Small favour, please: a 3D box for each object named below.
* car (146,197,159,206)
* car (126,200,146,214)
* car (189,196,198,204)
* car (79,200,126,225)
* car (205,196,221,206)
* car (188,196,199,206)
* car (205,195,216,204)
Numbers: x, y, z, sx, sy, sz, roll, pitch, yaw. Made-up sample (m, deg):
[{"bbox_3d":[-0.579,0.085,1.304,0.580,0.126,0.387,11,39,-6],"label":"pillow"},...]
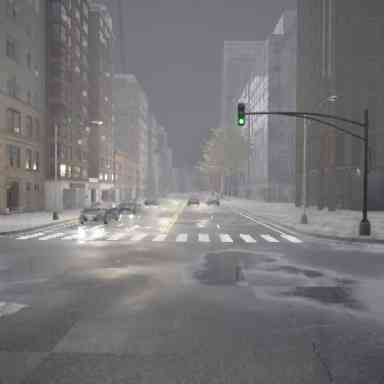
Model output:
[{"bbox_3d":[-6.313,1.478,52.719,2.033,1.411,5.357,0,0,1],"label":"car"},{"bbox_3d":[-6.431,1.489,34.540,2.033,1.411,5.357,0,0,0],"label":"car"},{"bbox_3d":[0.292,1.465,64.319,1.837,1.490,4.892,0,0,0],"label":"car"},{"bbox_3d":[-6.479,1.436,23.713,2.128,1.511,4.902,0,0,1],"label":"car"},{"bbox_3d":[3.498,1.518,54.300,1.812,1.442,4.674,0,0,0],"label":"car"},{"bbox_3d":[0.246,1.464,53.897,2.128,1.511,4.902,0,0,0],"label":"car"},{"bbox_3d":[3.543,1.459,64.305,1.882,1.535,5.008,0,0,0],"label":"car"}]
